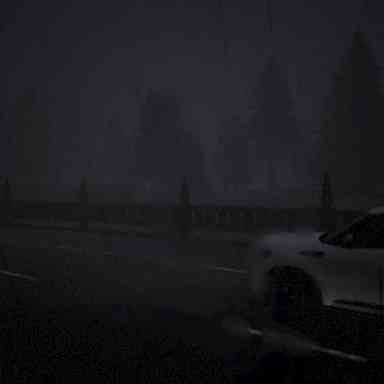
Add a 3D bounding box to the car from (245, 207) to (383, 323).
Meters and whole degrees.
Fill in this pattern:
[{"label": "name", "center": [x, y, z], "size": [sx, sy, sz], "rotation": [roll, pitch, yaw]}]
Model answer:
[{"label": "car", "center": [3.680, 1.206, 5.493], "size": [5.566, 2.045, 2.150], "rotation": [0, 0, 35]}]
